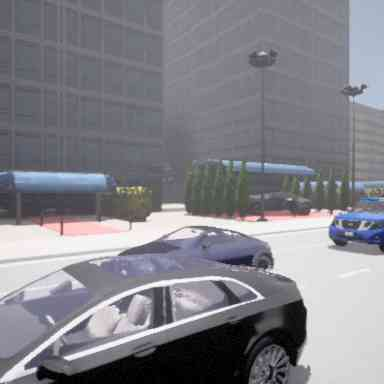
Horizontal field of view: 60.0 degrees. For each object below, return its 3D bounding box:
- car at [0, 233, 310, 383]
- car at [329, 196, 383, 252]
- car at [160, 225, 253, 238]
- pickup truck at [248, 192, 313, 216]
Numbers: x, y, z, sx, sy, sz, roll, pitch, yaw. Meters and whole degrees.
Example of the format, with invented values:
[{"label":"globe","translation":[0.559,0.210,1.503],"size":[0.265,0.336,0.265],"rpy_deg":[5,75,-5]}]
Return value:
[{"label":"car","translation":[-0.847,1.492,3.377],"size":[4.902,1.511,2.128],"rpy_deg":[0,0,-35]},{"label":"car","translation":[8.141,1.222,14.027],"size":[5.566,2.045,2.150],"rpy_deg":[0,0,-35]},{"label":"car","translation":[0.143,1.563,8.377],"size":[4.181,1.385,1.994],"rpy_deg":[0,0,-36]},{"label":"pickup truck","translation":[7.504,1.057,29.643],"size":[6.274,2.098,2.390],"rpy_deg":[0,0,-5]}]
